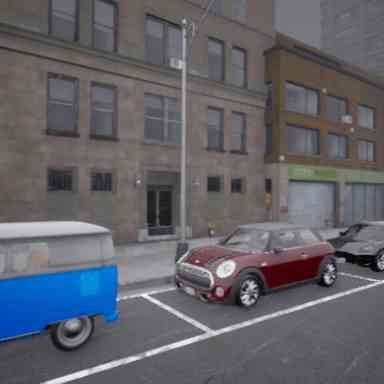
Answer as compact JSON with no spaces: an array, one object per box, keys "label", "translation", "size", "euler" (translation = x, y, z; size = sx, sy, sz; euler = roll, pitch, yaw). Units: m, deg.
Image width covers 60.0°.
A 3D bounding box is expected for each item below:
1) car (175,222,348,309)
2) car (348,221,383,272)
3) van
[{"label":"car","translation":[1.591,1.497,7.907],"size":[4.097,1.590,1.967],"euler":[1,0,-36]},{"label":"car","translation":[6.202,1.679,11.201],"size":[4.313,1.339,1.947],"euler":[1,0,-36]},{"label":"van","translation":[-3.020,1.342,4.612],"size":[3.998,1.788,1.690],"euler":[1,0,-36]}]
